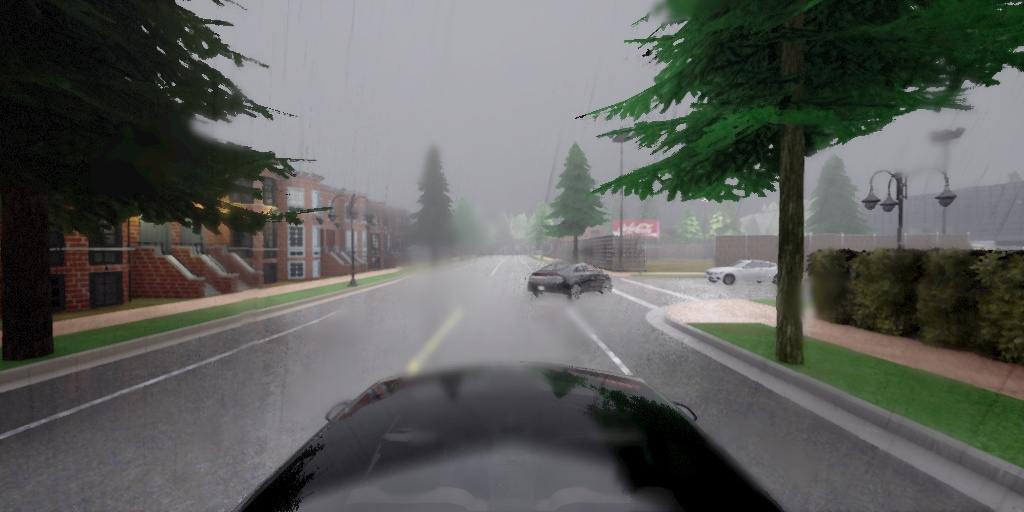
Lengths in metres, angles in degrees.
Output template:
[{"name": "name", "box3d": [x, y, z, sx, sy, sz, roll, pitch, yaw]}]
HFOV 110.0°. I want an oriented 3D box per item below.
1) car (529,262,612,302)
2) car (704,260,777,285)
[{"name": "car", "box3d": [2.675, 1.013, 15.607, 2.128, 1.511, 4.902, 0, 1, 38]}, {"name": "car", "box3d": [14.089, 0.950, 21.533, 4.674, 1.442, 1.812, 0, 1, 0]}]
